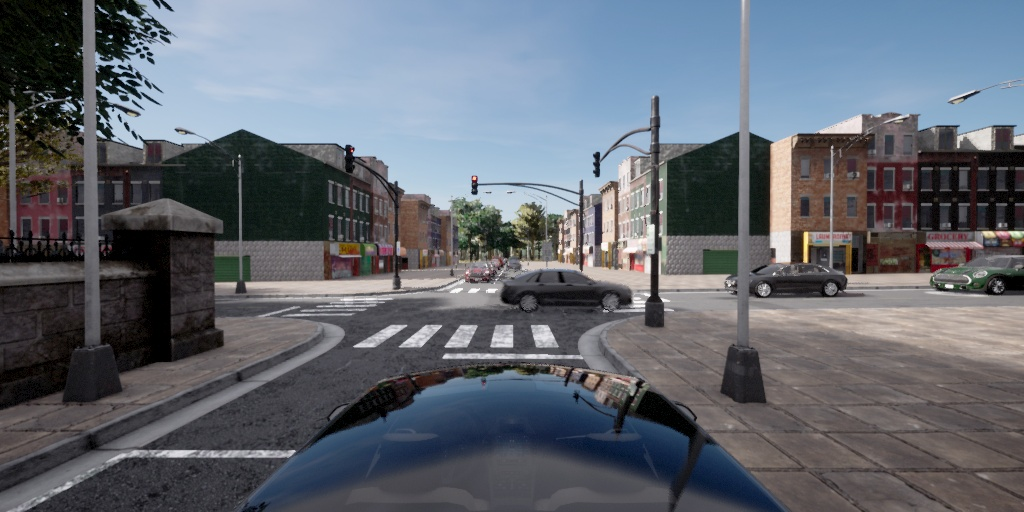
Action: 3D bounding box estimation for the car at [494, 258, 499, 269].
[{"bbox_3d":[-2.537,1.201,33.532,1.967,1.591,4.097,0,0,0],"label":"car"}]

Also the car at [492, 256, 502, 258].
[{"bbox_3d":[-2.832,1.254,60.907,1.801,1.575,5.366,0,0,0],"label":"car"}]

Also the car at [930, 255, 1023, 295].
[{"bbox_3d":[22.100,0.762,16.280,4.553,1.767,2.097,-1,1,0],"label":"car"}]

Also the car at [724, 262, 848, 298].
[{"bbox_3d":[12.322,1.044,16.316,4.892,1.490,1.837,-1,1,0],"label":"car"}]

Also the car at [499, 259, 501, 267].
[{"bbox_3d":[-2.519,1.332,38.966,1.948,1.339,4.313,0,0,0],"label":"car"}]

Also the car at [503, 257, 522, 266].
[{"bbox_3d":[0.247,1.268,47.100,2.128,1.511,4.902,0,0,0],"label":"car"}]

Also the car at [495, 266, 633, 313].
[{"bbox_3d":[1.968,1.238,13.413,4.892,1.490,1.837,-1,0,0],"label":"car"}]

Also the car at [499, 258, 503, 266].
[{"bbox_3d":[-2.483,1.325,49.835,1.888,1.381,4.507,0,0,0],"label":"car"}]

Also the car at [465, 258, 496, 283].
[{"bbox_3d":[-2.555,1.197,28.097,1.967,1.591,4.097,0,0,0],"label":"car"}]
